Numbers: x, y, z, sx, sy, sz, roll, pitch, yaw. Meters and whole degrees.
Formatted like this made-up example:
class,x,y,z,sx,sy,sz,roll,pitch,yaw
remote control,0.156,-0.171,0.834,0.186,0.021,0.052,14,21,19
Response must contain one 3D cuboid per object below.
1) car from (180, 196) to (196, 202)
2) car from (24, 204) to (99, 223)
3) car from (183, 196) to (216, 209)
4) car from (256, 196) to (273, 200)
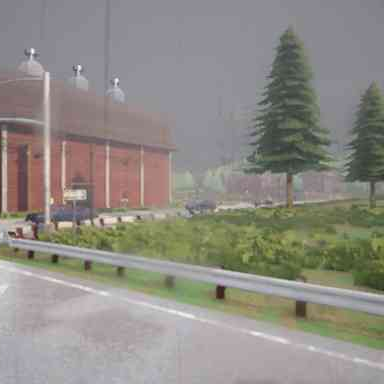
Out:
class,x,y,z,sx,sy,sz,roll,pitch,yaw
car,-0.987,1.688,83.171,1.816,1.474,4.193,0,0,36
car,-9.772,1.645,25.410,2.033,1.411,5.357,0,0,37
car,1.080,1.603,40.035,1.837,1.490,4.892,0,0,37
car,11.646,1.460,54.124,2.097,1.767,4.553,0,0,37
